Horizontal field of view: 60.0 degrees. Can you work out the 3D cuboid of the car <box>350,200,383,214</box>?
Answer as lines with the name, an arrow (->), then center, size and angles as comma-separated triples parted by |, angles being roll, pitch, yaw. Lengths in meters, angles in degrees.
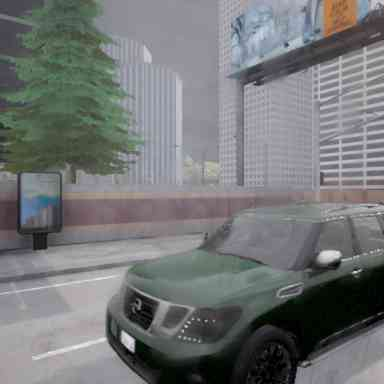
car -> 19.643, 1.601, 35.581 | 1.895, 1.301, 4.718 | 0, 0, -34

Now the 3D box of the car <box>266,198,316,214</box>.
car -> 10.713, 1.491, 36.242 | 2.128, 1.511, 4.902 | 0, 0, -35

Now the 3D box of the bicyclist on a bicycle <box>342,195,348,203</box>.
bicyclist on a bicycle -> 21.307, 1.301, 46.345 | 1.656, 1.620, 0.582 | 0, 0, -35

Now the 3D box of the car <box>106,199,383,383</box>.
car -> 1.571, 1.221, 5.121 | 5.566, 2.045, 2.150 | 0, 0, -36

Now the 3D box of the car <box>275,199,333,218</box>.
car -> 10.241, 1.478, 30.850 | 1.882, 1.535, 5.008 | 0, 0, -35
